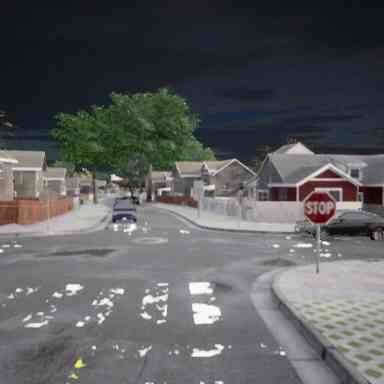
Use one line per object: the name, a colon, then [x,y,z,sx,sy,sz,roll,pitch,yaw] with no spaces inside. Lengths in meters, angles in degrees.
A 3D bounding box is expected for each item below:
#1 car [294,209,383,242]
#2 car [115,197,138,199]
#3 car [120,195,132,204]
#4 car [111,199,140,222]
car: [7.452,1.596,16.456,4.674,1.442,1.812,1,1,-7]
car: [-7.425,1.552,36.829,2.033,1.411,5.357,0,0,-14]
car: [-13.042,1.464,65.789,1.882,1.535,5.008,0,0,-16]
car: [-5.311,1.551,26.460,2.033,1.411,5.357,0,0,-10]
